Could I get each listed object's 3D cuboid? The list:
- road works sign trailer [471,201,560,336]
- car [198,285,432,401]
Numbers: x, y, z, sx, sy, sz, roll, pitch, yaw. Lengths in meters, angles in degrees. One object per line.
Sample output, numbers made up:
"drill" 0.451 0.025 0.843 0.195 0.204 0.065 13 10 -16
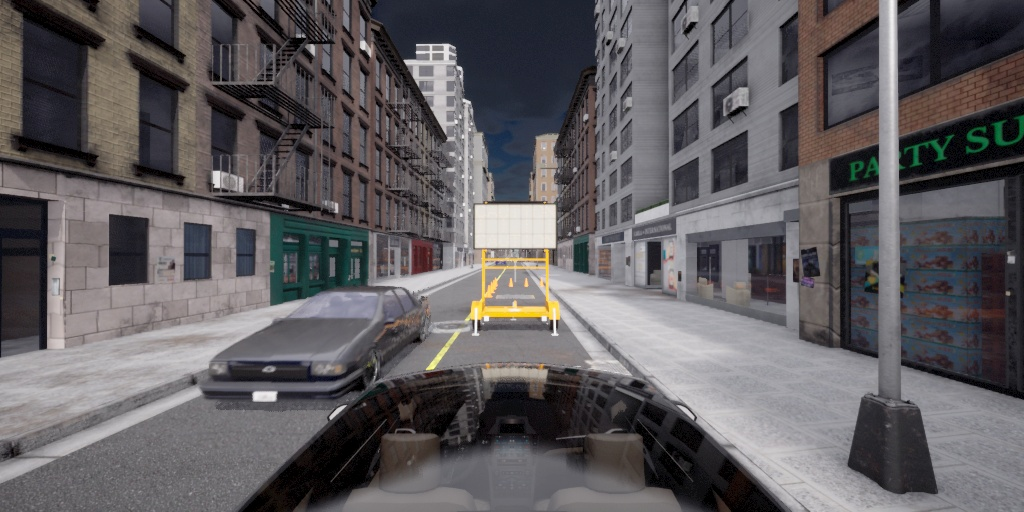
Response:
"road works sign trailer" 0.097 0.214 10.428 2.380 3.560 2.880 0 0 1
"car" -2.941 1.297 6.964 2.033 1.411 5.357 0 0 1
